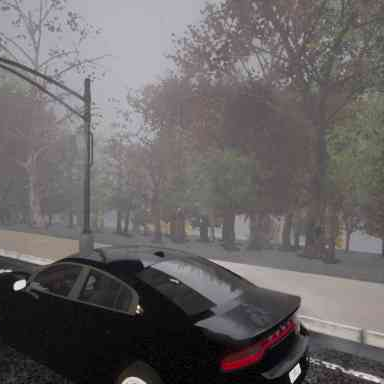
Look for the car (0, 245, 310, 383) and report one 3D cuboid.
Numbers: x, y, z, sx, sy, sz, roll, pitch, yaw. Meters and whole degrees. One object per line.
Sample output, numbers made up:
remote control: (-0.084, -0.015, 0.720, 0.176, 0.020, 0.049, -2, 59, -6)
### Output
car: (-1.056, 1.477, 4.495, 5.008, 1.535, 1.882, 0, 0, 36)
